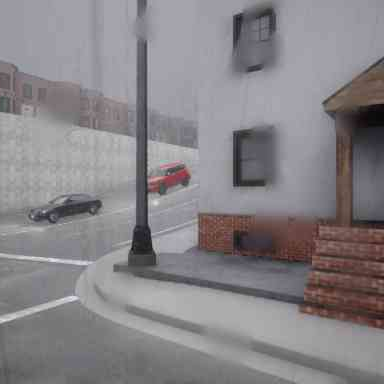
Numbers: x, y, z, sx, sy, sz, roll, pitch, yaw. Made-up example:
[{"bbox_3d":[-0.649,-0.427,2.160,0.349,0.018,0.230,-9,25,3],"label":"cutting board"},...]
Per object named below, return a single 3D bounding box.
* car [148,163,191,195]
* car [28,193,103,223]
[{"bbox_3d":[-2.305,-1.187,28.661,2.150,2.045,5.566,0,13,34],"label":"car"},{"bbox_3d":[-7.782,0.873,20.830,1.812,1.442,4.674,0,7,35],"label":"car"}]
